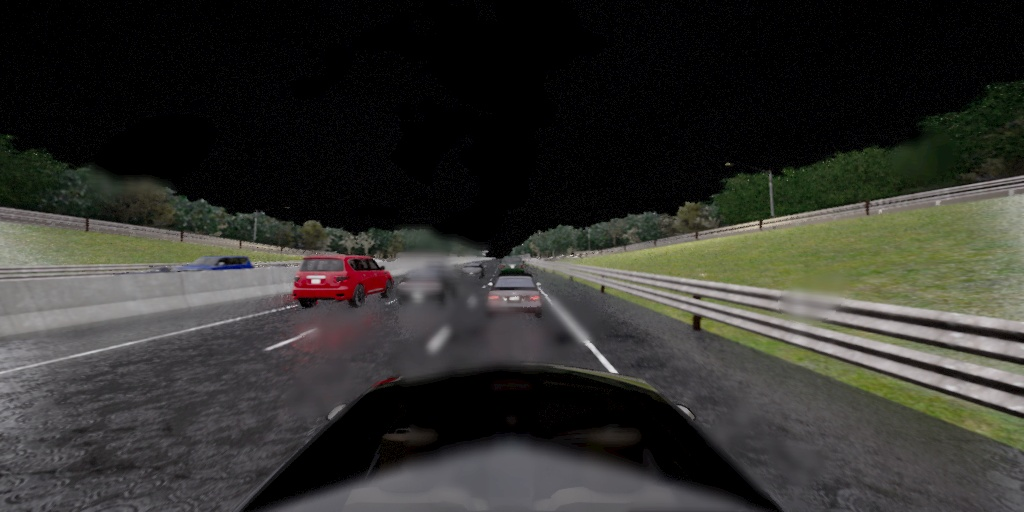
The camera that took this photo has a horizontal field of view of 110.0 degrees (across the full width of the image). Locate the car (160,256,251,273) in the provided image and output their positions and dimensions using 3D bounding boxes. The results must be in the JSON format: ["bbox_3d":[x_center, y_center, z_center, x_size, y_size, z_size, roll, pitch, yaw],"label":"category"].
[{"bbox_3d":[-21.112,1.009,25.557,2.150,2.045,5.566,0,0,0],"label":"car"}]

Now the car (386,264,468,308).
[{"bbox_3d":[-3.397,1.259,15.397,2.128,1.511,4.902,0,0,0],"label":"car"}]

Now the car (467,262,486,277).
[{"bbox_3d":[-3.518,1.298,33.620,2.128,1.511,4.902,0,0,-1],"label":"car"}]

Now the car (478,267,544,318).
[{"bbox_3d":[0.108,1.311,12.985,2.033,1.411,5.357,0,0,0],"label":"car"}]

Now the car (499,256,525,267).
[{"bbox_3d":[-0.005,1.028,33.246,2.150,2.045,5.566,0,0,-1],"label":"car"}]

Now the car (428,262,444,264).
[{"bbox_3d":[-7.018,1.297,33.631,2.128,1.511,4.902,0,0,-1],"label":"car"}]

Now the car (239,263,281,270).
[{"bbox_3d":[-17.620,1.354,26.753,1.994,1.385,4.181,0,0,0],"label":"car"}]

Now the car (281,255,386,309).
[{"bbox_3d":[-6.897,0.989,15.294,2.150,2.045,5.566,0,0,0],"label":"car"}]

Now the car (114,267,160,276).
[{"bbox_3d":[-24.610,1.387,25.052,1.895,1.301,4.718,0,0,0],"label":"car"}]
